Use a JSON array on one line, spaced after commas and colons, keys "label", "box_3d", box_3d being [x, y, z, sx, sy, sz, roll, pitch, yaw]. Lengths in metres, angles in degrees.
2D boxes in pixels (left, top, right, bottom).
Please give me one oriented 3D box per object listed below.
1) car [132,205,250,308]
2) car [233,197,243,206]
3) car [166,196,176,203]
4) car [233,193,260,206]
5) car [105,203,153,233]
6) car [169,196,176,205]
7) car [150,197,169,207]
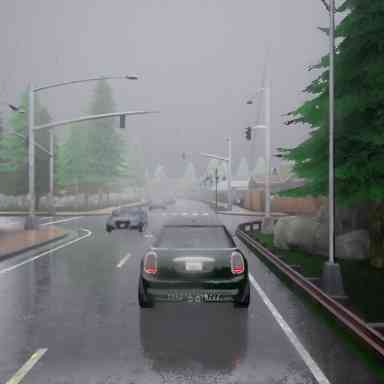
[{"label": "car", "box_3d": [0.056, 1.352, 8.090, 2.097, 1.767, 4.553, 0, 0, 1]}, {"label": "car", "box_3d": [8.809, 1.144, 48.823, 4.605, 1.855, 1.932, 0, 0, -1]}, {"label": "car", "box_3d": [-4.292, 1.566, 69.793, 1.895, 1.301, 4.718, 0, 0, -1]}, {"label": "car", "box_3d": [8.393, 1.146, 51.333, 3.866, 1.878, 1.905, 0, 0, -1]}, {"label": "car", "box_3d": [-3.662, 1.555, 19.453, 1.994, 1.385, 4.181, 0, 0, -1]}, {"label": "car", "box_3d": [-4.182, 1.534, 56.132, 1.994, 1.385, 4.181, 0, 0, 0]}, {"label": "car", "box_3d": [-4.021, 1.496, 39.793, 1.812, 1.442, 4.674, 0, 0, -1]}]
